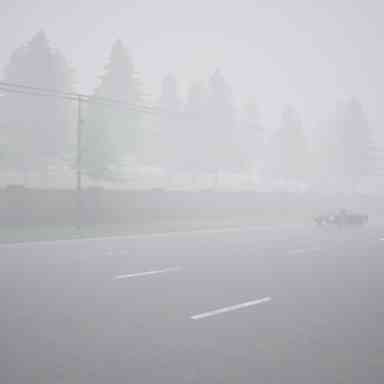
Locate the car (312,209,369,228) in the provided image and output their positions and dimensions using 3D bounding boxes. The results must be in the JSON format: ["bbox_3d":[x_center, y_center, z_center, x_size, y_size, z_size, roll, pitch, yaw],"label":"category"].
[{"bbox_3d":[11.003,1.875,24.454,4.718,1.301,1.895,1,-1,-35],"label":"car"}]
